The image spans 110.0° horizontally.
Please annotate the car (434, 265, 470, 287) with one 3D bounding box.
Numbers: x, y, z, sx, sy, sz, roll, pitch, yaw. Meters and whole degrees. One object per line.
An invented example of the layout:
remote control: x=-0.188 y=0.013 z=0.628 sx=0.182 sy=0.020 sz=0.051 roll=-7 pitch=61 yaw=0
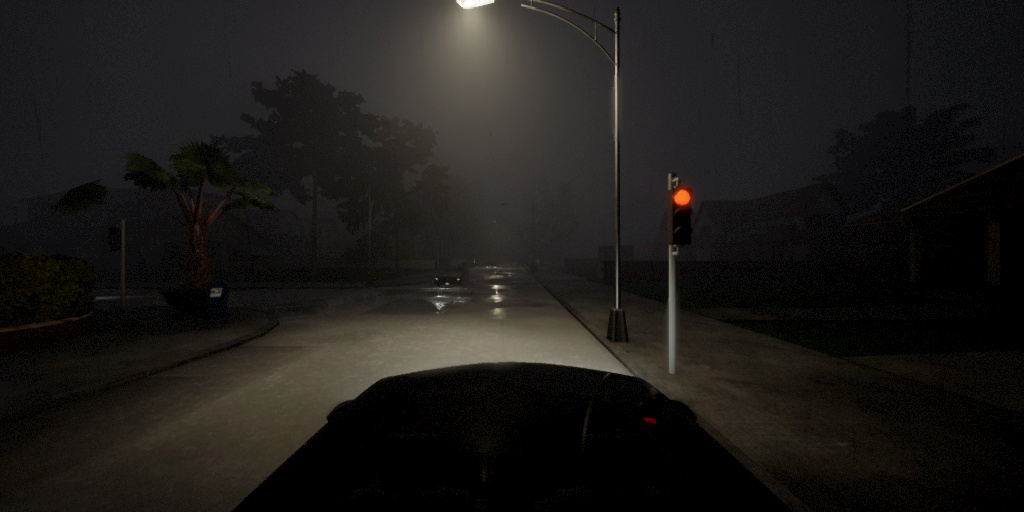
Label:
car: x=-4.013 y=1.329 z=24.876 sx=2.033 sy=1.411 sz=5.357 roll=0 pitch=0 yaw=0
